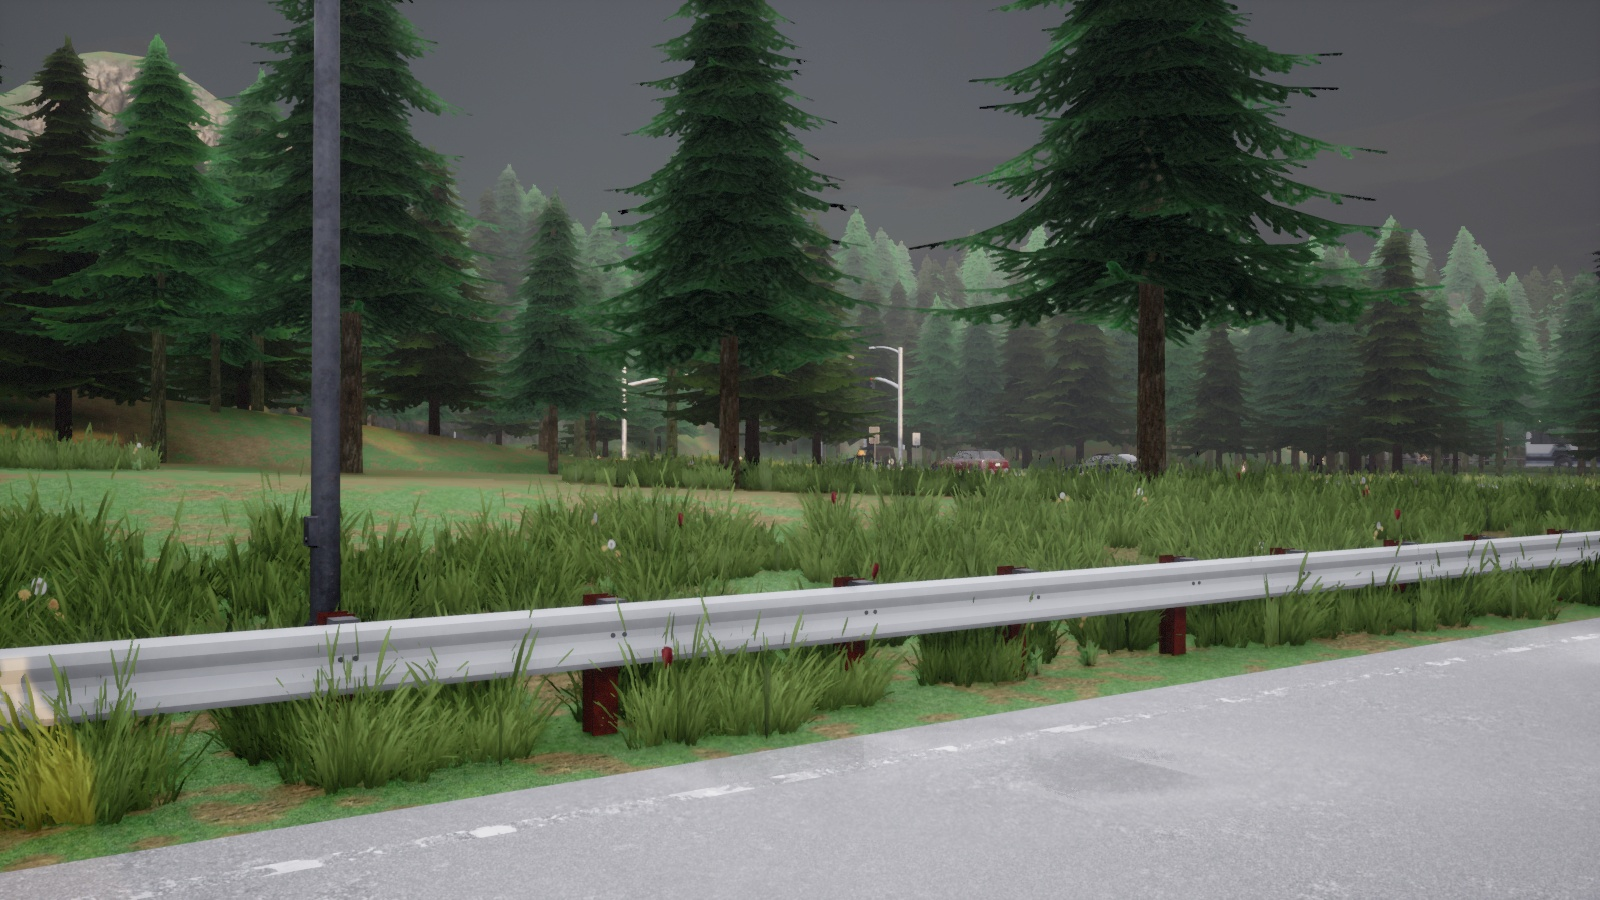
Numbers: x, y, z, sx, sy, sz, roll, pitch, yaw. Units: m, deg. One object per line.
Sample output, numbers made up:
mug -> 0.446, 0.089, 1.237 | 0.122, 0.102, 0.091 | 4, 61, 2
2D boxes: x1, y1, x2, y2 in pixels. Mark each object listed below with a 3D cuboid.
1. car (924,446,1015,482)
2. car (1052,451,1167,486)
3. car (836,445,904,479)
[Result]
car -> 8.616, 0.715, 64.120 | 2.097, 1.767, 4.553 | 0, 0, -34
car -> 13.840, 0.804, 56.477 | 1.882, 1.535, 5.008 | 0, 0, -35
car -> 3.928, 0.680, 71.152 | 1.905, 1.878, 3.866 | 0, 0, -34
